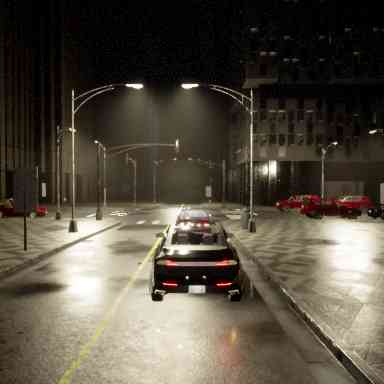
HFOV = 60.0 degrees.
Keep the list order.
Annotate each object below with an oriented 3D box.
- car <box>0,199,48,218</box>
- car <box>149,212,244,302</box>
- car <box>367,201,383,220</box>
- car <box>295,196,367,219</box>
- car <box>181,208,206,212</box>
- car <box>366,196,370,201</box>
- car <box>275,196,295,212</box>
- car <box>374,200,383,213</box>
[{"bbox_3d":[-14.967,1.567,29.050,4.507,1.381,1.887,0,1,0],"label":"car"},{"bbox_3d":[0.086,1.490,8.253,2.128,1.511,4.902,0,0,0],"label":"car"},{"bbox_3d":[17.716,1.743,29.204,4.313,1.339,1.947,0,1,0],"label":"car"},{"bbox_3d":[12.074,1.463,29.175,5.009,1.841,2.192,0,1,0],"label":"car"},{"bbox_3d":[0.072,1.550,17.963,2.033,1.411,5.357,0,0,0],"label":"car"},{"bbox_3d":[17.687,1.354,37.725,5.009,1.841,2.192,0,1,0],"label":"car"},{"bbox_3d":[12.044,1.325,37.698,5.009,1.841,2.192,0,1,0],"label":"car"},{"bbox_3d":[23.329,1.634,37.754,4.313,1.339,1.947,0,1,0],"label":"car"}]
